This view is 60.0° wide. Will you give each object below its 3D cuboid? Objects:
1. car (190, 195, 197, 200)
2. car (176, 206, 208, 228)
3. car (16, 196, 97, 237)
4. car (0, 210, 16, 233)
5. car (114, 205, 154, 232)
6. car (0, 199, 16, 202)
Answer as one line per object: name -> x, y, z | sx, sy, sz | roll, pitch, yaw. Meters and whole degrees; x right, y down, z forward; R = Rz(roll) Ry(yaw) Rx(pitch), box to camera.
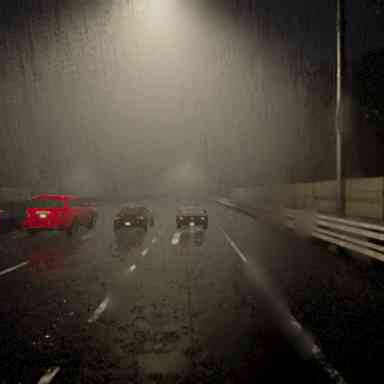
car -> 0.359, 1.629, 94.521 | 2.033, 1.411, 5.357 | 0, 0, 5
car -> 0.002, 1.584, 21.872 | 1.895, 1.301, 4.718 | 0, 0, 0
car -> -6.896, 1.208, 18.076 | 2.150, 2.045, 5.566 | 0, 0, 0
car -> -10.396, 1.588, 17.366 | 1.895, 1.301, 4.718 | 0, 0, 0
car -> -3.400, 1.511, 19.904 | 1.812, 1.442, 4.674 | 0, 0, 0
car -> -24.548, 1.596, 47.211 | 1.895, 1.301, 4.718 | 0, 0, 1
